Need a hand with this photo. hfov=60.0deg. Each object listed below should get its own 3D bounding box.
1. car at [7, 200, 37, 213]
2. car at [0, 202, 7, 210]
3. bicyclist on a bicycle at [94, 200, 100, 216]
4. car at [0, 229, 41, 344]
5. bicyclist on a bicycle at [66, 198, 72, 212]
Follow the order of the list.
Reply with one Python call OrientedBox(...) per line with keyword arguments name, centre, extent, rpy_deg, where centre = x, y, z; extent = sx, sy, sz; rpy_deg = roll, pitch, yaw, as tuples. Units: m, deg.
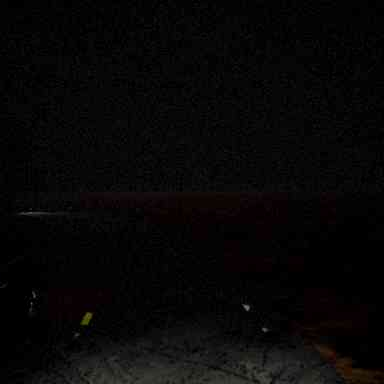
OrientedBox(name="car", centre=(-21.504, 1.846, 42.451), extent=(4.892, 1.490, 1.837), rpy_deg=(-1, -2, 44))
OrientedBox(name="car", centre=(-29.034, 2.176, 52.661), extent=(4.718, 1.301, 1.895), rpy_deg=(-1, -1, 34))
OrientedBox(name="bicyclist on a bicycle", centre=(-9.753, 1.632, 34.186), extent=(0.582, 1.620, 1.656), rpy_deg=(0, -1, -33))
OrientedBox(name="car", centre=(-3.535, 1.367, 3.949), extent=(2.097, 1.767, 4.553), rpy_deg=(0, 0, -6))
OrientedBox(name="bicyclist on a bicycle", centre=(-15.538, 1.682, 41.875), extent=(0.659, 1.776, 1.843), rpy_deg=(0, -1, -41))
